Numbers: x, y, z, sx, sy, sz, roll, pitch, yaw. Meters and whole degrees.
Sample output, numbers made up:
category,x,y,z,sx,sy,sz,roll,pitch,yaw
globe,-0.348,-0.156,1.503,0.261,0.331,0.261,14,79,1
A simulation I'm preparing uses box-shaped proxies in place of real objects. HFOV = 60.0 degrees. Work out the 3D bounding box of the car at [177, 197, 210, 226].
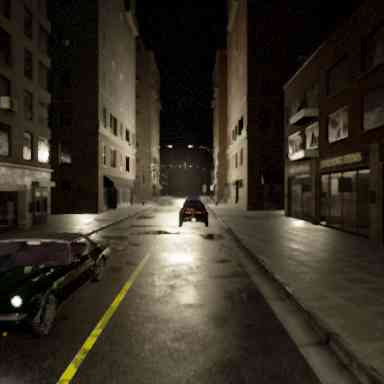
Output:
category,x,y,z,sx,sy,sz,roll,pitch,yaw
car,0.101,1.332,21.722,1.837,1.490,4.892,0,1,0

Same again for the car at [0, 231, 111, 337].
category,x,y,z,sx,sy,sz,roll,pitch,yaw
car,-3.099,1.548,6.649,1.895,1.301,4.718,0,0,0

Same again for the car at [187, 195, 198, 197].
category,x,y,z,sx,sy,sz,roll,pitch,yaw
car,0.096,1.148,39.823,1.882,1.535,5.008,0,1,0
